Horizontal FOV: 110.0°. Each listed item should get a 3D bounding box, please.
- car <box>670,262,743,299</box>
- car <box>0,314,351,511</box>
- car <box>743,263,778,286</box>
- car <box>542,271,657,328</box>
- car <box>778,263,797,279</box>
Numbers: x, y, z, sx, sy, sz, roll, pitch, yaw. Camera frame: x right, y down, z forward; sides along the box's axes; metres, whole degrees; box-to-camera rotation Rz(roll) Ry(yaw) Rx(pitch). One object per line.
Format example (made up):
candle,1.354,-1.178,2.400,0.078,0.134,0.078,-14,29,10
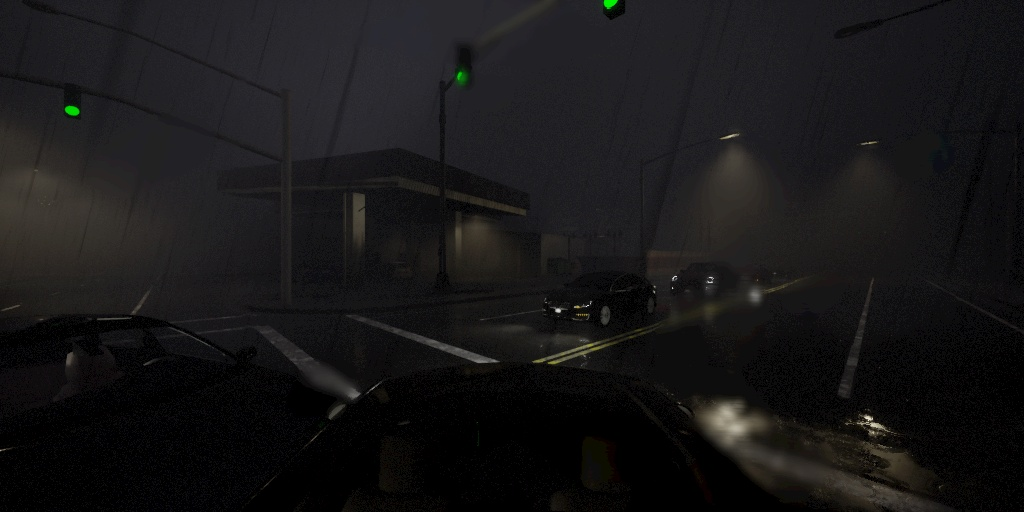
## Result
car,9.897,1.102,18.358,4.553,1.767,2.097,0,0,-44
car,-3.396,1.242,2.622,4.902,1.511,2.128,0,0,15
car,16.890,1.314,25.201,1.994,1.385,4.181,0,0,45
car,2.993,1.255,11.579,4.892,1.490,1.837,0,0,-45
car,24.092,1.314,32.185,4.181,1.385,1.994,0,0,-44
